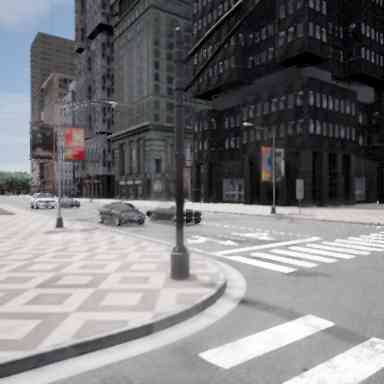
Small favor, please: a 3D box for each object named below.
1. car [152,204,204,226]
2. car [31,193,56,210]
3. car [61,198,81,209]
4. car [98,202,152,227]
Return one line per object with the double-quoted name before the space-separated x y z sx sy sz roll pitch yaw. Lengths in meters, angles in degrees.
"car" -1.247 1.527 23.013 1.895 1.301 4.718 0 0 -35
"car" -19.196 1.171 42.835 2.150 2.045 5.566 0 0 -35
"car" -16.557 1.473 44.736 2.033 1.411 5.357 0 0 -35
"car" -4.836 1.452 22.456 1.837 1.490 4.892 0 0 -35
